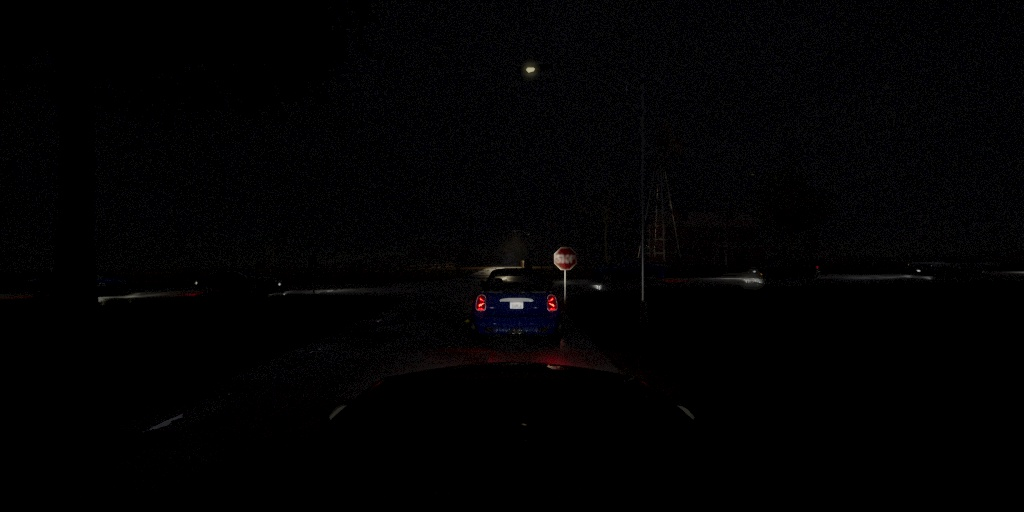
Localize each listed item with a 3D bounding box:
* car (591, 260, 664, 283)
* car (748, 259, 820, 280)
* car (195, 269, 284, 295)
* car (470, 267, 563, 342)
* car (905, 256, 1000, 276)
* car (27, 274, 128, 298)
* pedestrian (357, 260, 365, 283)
[{"bbox_3d":[8.219,1.035,25.681,5.008,1.535,1.882,-1,1,0],"label":"car"},{"bbox_3d":[19.334,0.902,25.619,4.181,1.385,1.994,-1,1,0],"label":"car"},{"bbox_3d":[-17.288,1.586,22.878,4.902,1.511,2.128,-1,1,0],"label":"car"},{"bbox_3d":[0.103,1.104,9.979,2.097,1.767,4.553,0,0,0],"label":"car"},{"bbox_3d":[31.211,0.697,25.552,4.718,1.301,1.895,-1,1,1],"label":"car"},{"bbox_3d":[-27.698,1.763,22.938,5.008,1.535,1.882,-1,1,0],"label":"car"},{"bbox_3d":[-12.145,1.215,28.819,0.375,1.860,0.375,0,2,0],"label":"pedestrian"}]
